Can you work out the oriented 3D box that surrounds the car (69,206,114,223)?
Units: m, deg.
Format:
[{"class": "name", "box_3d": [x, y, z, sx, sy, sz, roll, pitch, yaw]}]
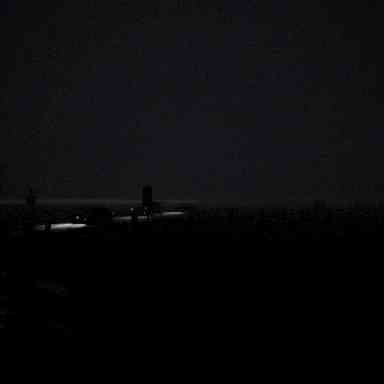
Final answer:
[{"class": "car", "box_3d": [-8.502, 1.882, 28.419, 1.994, 1.385, 4.181, -1, -1, 19]}]

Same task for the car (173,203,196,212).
[{"class": "car", "box_3d": [-1.033, 2.251, 49.210, 1.895, 1.301, 4.718, -1, -1, 21]}]

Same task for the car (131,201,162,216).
[{"class": "car", "box_3d": [-5.153, 1.821, 38.105, 2.097, 1.767, 4.553, -1, -1, 20]}]
